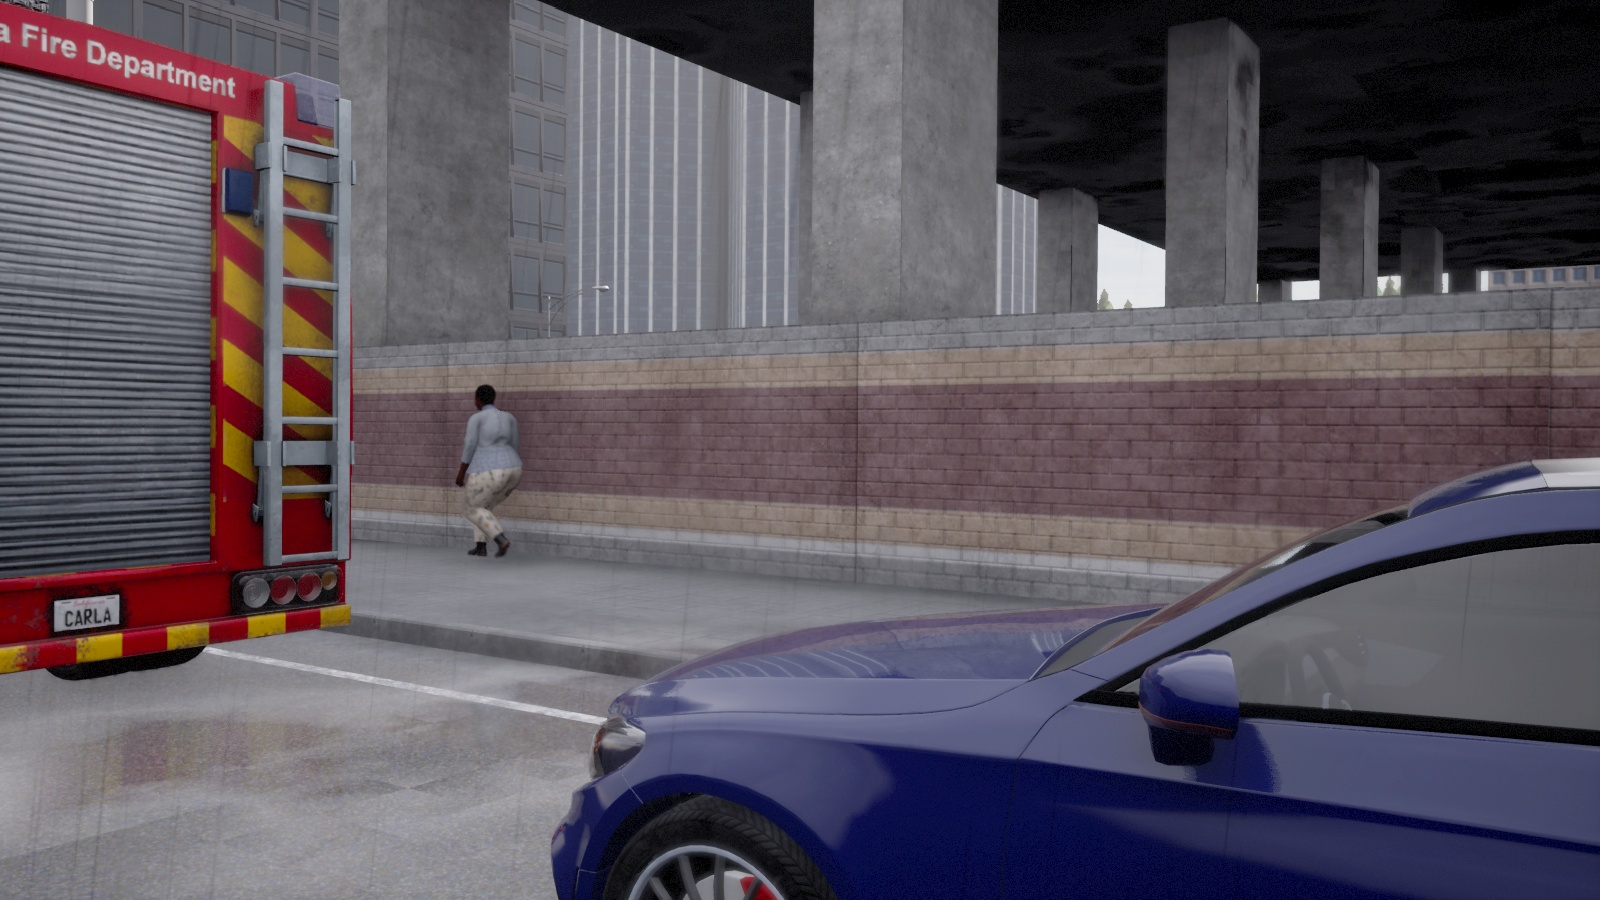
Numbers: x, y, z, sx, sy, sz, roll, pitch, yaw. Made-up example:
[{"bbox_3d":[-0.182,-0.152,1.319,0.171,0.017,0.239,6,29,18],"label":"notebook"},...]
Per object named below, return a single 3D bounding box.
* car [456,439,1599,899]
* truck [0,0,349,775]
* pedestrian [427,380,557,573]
[{"bbox_3d":[1.618,0.708,2.546,4.674,1.442,1.812,0,1,33],"label":"car"},{"bbox_3d":[-6.880,-0.483,8.172,8.468,3.827,2.891,0,1,34],"label":"truck"},{"bbox_3d":[-3.100,0.247,12.666,0.900,1.855,0.874,0,1,33],"label":"pedestrian"}]
